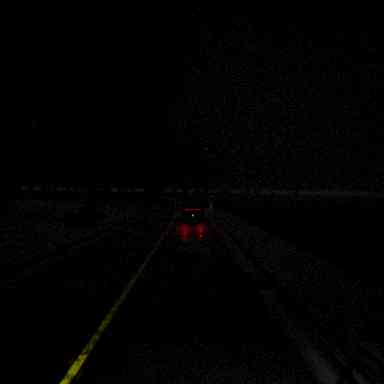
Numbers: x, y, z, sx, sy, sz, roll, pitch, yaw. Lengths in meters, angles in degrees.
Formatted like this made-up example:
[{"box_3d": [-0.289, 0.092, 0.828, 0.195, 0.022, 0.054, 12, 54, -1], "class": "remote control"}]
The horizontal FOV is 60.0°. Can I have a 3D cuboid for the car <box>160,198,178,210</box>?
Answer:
[{"box_3d": [-2.913, 1.523, 44.282, 1.882, 1.535, 5.008, 0, 0, -19], "class": "car"}]

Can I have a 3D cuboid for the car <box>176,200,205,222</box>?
[{"box_3d": [0.014, 1.542, 27.291, 2.128, 1.511, 4.902, 0, 0, -1], "class": "car"}]
